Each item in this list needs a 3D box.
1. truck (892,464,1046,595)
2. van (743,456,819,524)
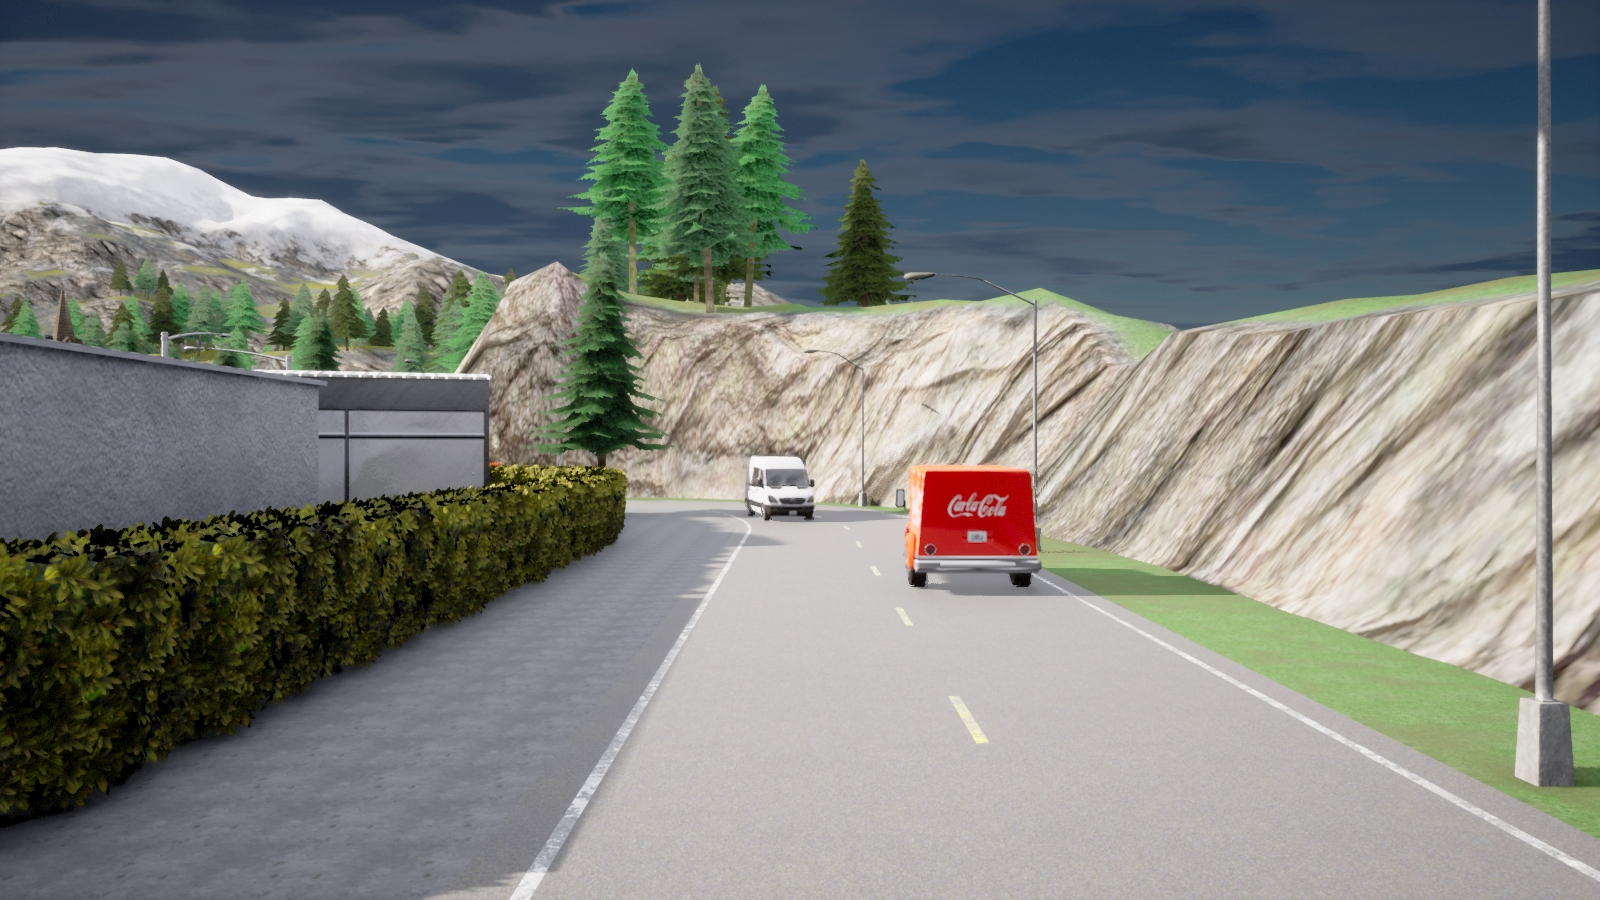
[{"bbox_3d":[3.478,1.565,24.673,2.627,2.467,5.204,0,0,1],"label":"truck"},{"bbox_3d":[-0.862,1.532,46.560,1.988,2.561,5.915,0,0,-12],"label":"van"}]
